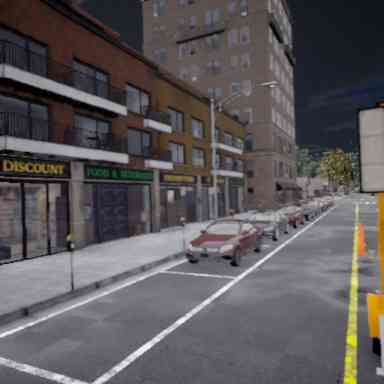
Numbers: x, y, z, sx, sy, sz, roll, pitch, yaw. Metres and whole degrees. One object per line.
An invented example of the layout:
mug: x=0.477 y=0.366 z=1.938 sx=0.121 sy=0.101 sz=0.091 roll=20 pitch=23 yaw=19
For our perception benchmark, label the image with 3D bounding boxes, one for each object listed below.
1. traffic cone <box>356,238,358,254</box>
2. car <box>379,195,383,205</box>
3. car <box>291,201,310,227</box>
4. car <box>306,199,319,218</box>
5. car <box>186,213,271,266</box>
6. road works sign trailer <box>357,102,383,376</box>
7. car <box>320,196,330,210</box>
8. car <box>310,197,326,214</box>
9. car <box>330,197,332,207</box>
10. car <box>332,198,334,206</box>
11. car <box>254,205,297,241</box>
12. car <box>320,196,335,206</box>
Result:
traffic cone: x=5.912 y=1.867 z=11.610 sx=0.340 sy=0.580 sz=0.340 roll=-2 pitch=-1 yaw=26
car: x=28.167 y=1.084 z=47.773 sx=1.947 sy=1.339 sz=4.313 roll=-2 pitch=-1 yaw=26
car: x=6.220 y=1.541 z=21.714 sx=1.887 sy=1.381 sz=4.507 roll=-2 pitch=-1 yaw=26
car: x=8.682 y=1.527 z=26.653 sx=1.947 sy=1.339 sz=4.313 roll=-2 pitch=-1 yaw=26
car: x=1.299 y=1.651 z=11.835 sx=1.802 sy=1.307 sz=4.206 roll=-2 pitch=-1 yaw=26
road works sign trailer: x=3.785 y=0.382 z=4.838 sx=2.380 sy=3.560 sz=2.880 roll=-2 pitch=-1 yaw=26
car: x=13.600 y=1.333 z=36.533 sx=1.967 sy=1.590 sz=4.097 roll=-2 pitch=-1 yaw=26
car: x=11.142 y=1.476 z=31.593 sx=2.008 sy=1.369 sz=4.403 roll=-2 pitch=-1 yaw=26
car: x=15.988 y=1.386 z=41.320 sx=1.752 sy=1.417 sz=4.829 roll=-2 pitch=-1 yaw=26
car: x=18.523 y=1.268 z=46.412 sx=1.967 sy=1.590 sz=4.097 roll=-2 pitch=-1 yaw=26
car: x=3.759 y=1.584 z=16.775 sx=2.008 sy=1.369 sz=4.403 roll=-2 pitch=-1 yaw=26
car: x=20.989 y=1.378 z=51.350 sx=1.802 sy=1.307 sz=4.206 roll=-2 pitch=-1 yaw=26
